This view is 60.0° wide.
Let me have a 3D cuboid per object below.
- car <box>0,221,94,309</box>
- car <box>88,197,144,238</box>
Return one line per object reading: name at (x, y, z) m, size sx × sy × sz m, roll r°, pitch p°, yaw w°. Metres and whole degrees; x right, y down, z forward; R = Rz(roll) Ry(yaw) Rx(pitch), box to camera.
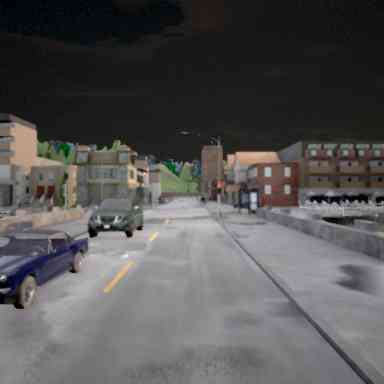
car at (-4.104, 1.640, 8.089) m, size 1.895 × 1.301 × 4.718 m, roll 0°, pitch 0°, yaw 0°
car at (-4.082, 1.312, 18.789) m, size 2.150 × 2.045 × 5.566 m, roll 0°, pitch 0°, yaw 0°
